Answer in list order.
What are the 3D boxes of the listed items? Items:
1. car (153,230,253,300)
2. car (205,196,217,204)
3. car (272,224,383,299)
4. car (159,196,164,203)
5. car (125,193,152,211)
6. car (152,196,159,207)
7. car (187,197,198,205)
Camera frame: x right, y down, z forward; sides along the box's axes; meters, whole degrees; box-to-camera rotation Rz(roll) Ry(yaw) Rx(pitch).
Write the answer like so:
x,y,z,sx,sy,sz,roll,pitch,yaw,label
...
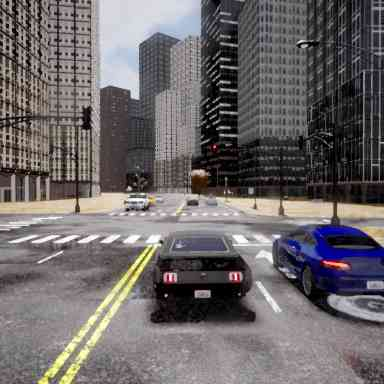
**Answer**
x,y,z,sx,sy,sz,roll,pitch,yaw,label
0.104,1.597,8.367,1.895,1.301,4.718,0,0,-3,car
3.381,1.452,59.346,1.812,1.442,4.674,0,0,0,car
3.347,1.522,8.339,1.812,1.442,4.674,0,0,1,car
-6.551,1.439,65.566,1.812,1.442,4.674,0,0,0,car
-6.565,1.187,40.409,2.150,2.045,5.566,0,0,0,car
-6.549,1.423,50.692,1.882,1.535,5.008,0,0,0,car
0.137,1.533,56.794,1.895,1.301,4.718,0,0,0,car
